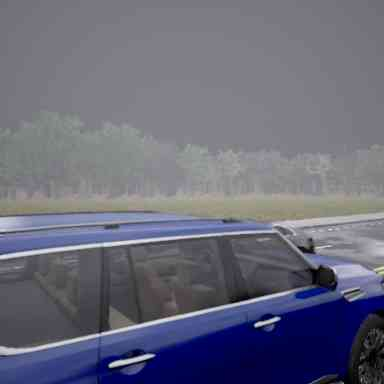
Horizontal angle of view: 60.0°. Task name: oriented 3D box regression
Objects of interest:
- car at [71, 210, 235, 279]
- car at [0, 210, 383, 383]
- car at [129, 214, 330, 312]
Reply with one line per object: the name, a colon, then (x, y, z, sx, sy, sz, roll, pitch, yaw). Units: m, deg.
car: (-1.127, 1.470, 10.863, 4.902, 1.511, 2.128, 0, 0, -35)
car: (-0.102, 1.214, 3.366, 5.566, 2.045, 2.150, 0, 0, -35)
car: (1.123, 1.468, 8.475, 4.902, 1.511, 2.128, 0, 0, -35)
